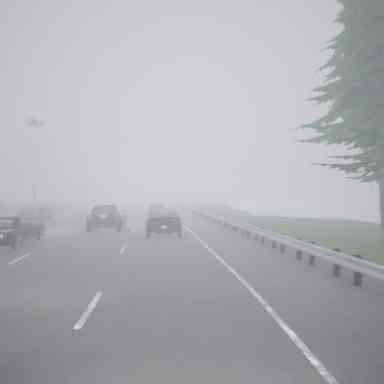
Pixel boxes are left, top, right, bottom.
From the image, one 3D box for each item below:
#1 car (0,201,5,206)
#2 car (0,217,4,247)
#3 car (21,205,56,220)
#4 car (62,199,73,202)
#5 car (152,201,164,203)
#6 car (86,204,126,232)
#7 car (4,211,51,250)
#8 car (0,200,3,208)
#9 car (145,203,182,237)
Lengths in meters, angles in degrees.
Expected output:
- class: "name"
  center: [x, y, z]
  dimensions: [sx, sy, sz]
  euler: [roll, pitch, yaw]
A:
- class: "car"
  center: [-30.318, 2.081, 50.654]
  dimensions: [1.837, 1.490, 4.892]
  euler: [0, 0, -6]
- class: "car"
  center: [-3.606, 1.261, 1.696]
  dimensions: [2.150, 2.045, 5.566]
  euler: [0, 0, -1]
- class: "car"
  center: [-13.382, 1.846, 28.732]
  dimensions: [2.033, 1.411, 5.357]
  euler: [0, 0, -7]
- class: "car"
  center: [-30.531, 2.346, 81.567]
  dimensions: [1.895, 1.301, 4.718]
  euler: [0, 0, -7]
- class: "car"
  center: [-3.851, 1.779, 37.280]
  dimensions: [2.128, 1.511, 4.902]
  euler: [0, 0, -7]
- class: "car"
  center: [-5.508, 1.545, 21.831]
  dimensions: [2.097, 1.767, 4.553]
  euler: [0, 0, -7]
- class: "car"
  center: [-8.208, 1.766, 14.988]
  dimensions: [1.895, 1.301, 4.718]
  euler: [0, 0, -6]
- class: "car"
  center: [-34.630, 2.180, 57.410]
  dimensions: [1.812, 1.442, 4.674]
  euler: [0, 0, -7]
- class: "car"
  center: [-1.662, 1.623, 19.148]
  dimensions: [1.882, 1.535, 5.008]
  euler: [0, 0, -7]
